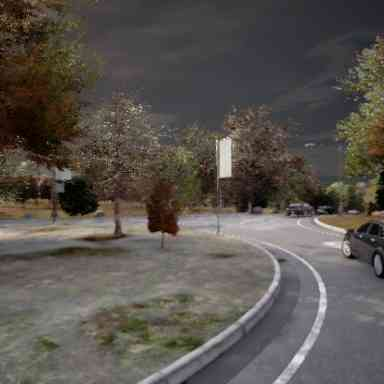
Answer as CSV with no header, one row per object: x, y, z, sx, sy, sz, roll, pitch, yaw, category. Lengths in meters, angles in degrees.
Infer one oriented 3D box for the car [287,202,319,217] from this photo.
11.855,1.917,36.128,1.837,1.490,4.892,-1,-2,37,car

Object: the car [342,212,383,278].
6.143,1.583,10.223,1.837,1.490,4.892,0,-1,9,car

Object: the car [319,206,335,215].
20.798,2.885,52.185,2.128,1.511,4.902,-1,-5,42,car

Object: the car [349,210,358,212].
30.834,4.206,63.422,1.812,1.442,4.674,-1,-5,41,car
